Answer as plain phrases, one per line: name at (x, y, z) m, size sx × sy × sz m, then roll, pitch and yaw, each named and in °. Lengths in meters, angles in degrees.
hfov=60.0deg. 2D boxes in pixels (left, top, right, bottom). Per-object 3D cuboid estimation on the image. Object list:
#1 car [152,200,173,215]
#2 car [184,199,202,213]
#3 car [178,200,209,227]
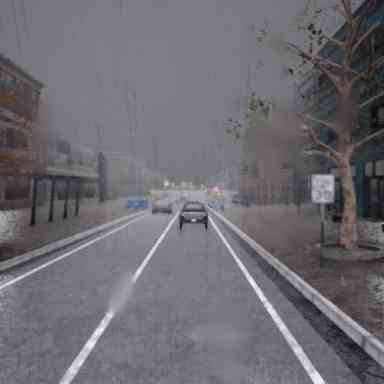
car at (-3.083, 1.571, 34.933) m, size 1.882 × 1.535 × 5.008 m, roll 0°, pitch -1°, yaw 0°
car at (0.111, 1.663, 40.614) m, size 2.128 × 1.511 × 4.902 m, roll 0°, pitch -1°, yaw 0°
car at (0.106, 1.489, 22.508) m, size 2.128 × 1.511 × 4.902 m, roll 0°, pitch 0°, yaw 0°
